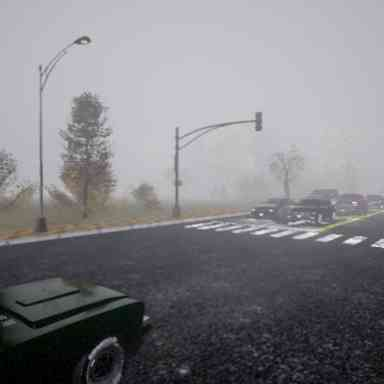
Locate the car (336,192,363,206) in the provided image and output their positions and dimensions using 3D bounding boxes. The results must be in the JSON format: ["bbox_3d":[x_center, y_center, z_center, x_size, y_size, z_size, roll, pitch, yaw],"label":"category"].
[{"bbox_3d":[19.441,0.865,40.965,1.882,1.535,5.008,1,1,39],"label":"car"}]

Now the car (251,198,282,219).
[{"bbox_3d":[6.409,1.132,24.874,2.033,1.411,5.357,1,1,38],"label":"car"}]

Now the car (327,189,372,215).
[{"bbox_3d":[13.571,0.920,28.561,2.097,1.767,4.553,1,1,39],"label":"car"}]

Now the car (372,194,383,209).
[{"bbox_3d":[19.881,0.999,36.350,1.812,1.442,4.674,1,1,39],"label":"car"}]

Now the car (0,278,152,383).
[{"bbox_3d":[-2.544,1.524,2.811,1.895,1.301,4.718,1,1,37],"label":"car"}]

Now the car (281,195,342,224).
[{"bbox_3d":[7.823,1.162,21.451,1.837,1.490,4.892,1,1,39],"label":"car"}]

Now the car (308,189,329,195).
[{"bbox_3d":[13.069,0.704,33.099,2.150,2.045,5.566,1,1,40],"label":"car"}]
